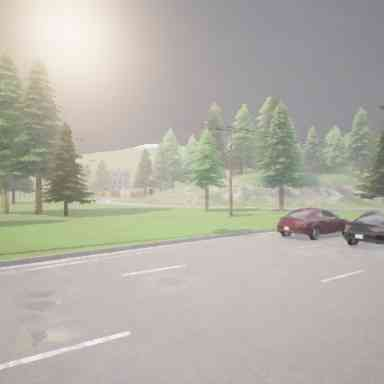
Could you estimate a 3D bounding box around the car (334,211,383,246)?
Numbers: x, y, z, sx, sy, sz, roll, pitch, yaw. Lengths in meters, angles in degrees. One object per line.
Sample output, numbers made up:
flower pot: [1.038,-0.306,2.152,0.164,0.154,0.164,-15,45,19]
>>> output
car: [8.269,1.534,14.066,4.674,1.442,1.812,0,0,-35]

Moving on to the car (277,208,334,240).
car: [6.257,1.534,16.887,4.674,1.442,1.812,0,0,-37]
